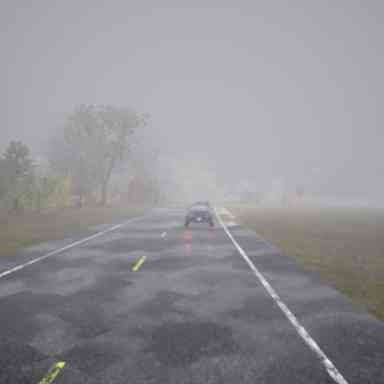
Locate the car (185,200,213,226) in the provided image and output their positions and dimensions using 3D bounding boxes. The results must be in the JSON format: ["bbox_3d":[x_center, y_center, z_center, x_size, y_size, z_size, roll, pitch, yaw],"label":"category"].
[{"bbox_3d":[0.519,1.546,23.409,1.812,1.442,4.674,0,0,2],"label":"car"}]
